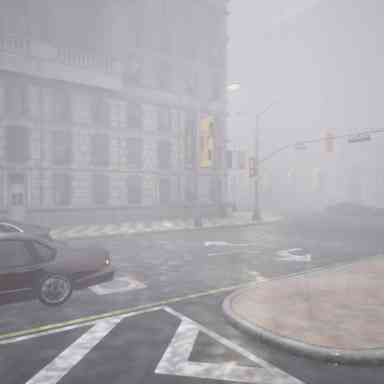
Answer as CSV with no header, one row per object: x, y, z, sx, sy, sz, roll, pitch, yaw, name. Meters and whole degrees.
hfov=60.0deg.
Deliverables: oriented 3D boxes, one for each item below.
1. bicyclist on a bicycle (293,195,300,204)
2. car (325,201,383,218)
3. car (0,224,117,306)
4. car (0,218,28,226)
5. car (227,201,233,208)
17.958,1.300,57.135,1.656,1.620,0.582,0,0,-35,bicyclist on a bicycle
14.854,1.548,30.081,2.033,1.411,5.357,0,0,-35,car
-4.260,1.547,6.498,5.357,1.411,2.033,0,0,-34,car
-6.449,1.492,9.282,4.902,1.511,2.128,0,0,-37,car
3.805,1.564,46.020,1.994,1.385,4.181,0,0,-35,car
